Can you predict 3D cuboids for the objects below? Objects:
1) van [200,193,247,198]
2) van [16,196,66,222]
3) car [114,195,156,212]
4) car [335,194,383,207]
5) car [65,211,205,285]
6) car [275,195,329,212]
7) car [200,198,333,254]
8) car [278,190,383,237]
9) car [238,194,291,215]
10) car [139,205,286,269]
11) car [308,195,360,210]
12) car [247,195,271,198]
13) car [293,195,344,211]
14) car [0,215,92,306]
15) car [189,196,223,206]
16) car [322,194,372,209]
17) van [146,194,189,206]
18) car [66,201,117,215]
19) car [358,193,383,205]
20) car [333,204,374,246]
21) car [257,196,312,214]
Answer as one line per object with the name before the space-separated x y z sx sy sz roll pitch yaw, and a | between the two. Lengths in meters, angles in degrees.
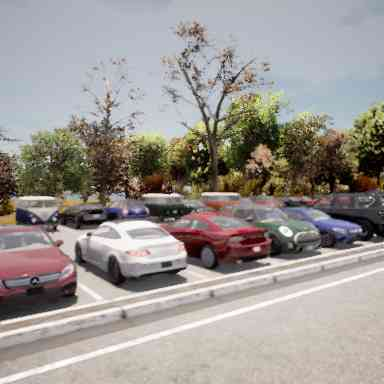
van | 2.175 1.078 28.131 1.878 1.987 4.442 -1 1 -35
van | -9.193 1.256 19.752 1.878 1.987 4.442 -1 1 -35
car | -4.743 1.286 23.027 2.185 1.767 4.553 -1 1 -35
car | 20.643 1.020 41.137 2.231 1.521 4.892 -1 1 -35
car | -1.920 1.522 9.639 2.002 1.452 4.674 -1 1 -35
car | 11.337 1.163 34.520 2.097 1.535 5.008 -1 1 -35
car | 2.662 1.285 12.944 2.185 1.767 4.553 -1 1 -35
car | 7.265 1.088 16.219 2.435 2.045 5.566 -1 1 -35
car | 6.721 1.108 31.264 2.185 1.767 4.553 -1 1 -35
car | 0.383 1.446 11.276 2.097 1.535 5.008 -1 1 -35
car | 16.043 1.090 37.860 2.097 1.535 5.008 -1 1 -35
car | 4.438 1.269 29.607 2.097 1.535 5.008 -1 1 -35
car | 13.724 1.155 36.250 2.163 1.488 4.792 -1 1 -35
car | -4.232 1.552 7.999 2.002 1.452 4.674 -1 1 -35
car | -0.061 1.340 26.405 2.231 1.521 4.892 -1 1 -35
car | 18.343 1.055 39.498 2.097 1.535 5.008 -1 1 -35
van | -2.429 1.149 24.856 1.878 1.987 4.442 -1 0 -35
car | -6.975 1.475 21.515 2.163 1.488 4.792 -1 0 -35
car | 25.234 0.946 44.425 2.231 1.521 4.892 -1 1 -35
car | 4.981 1.415 14.561 2.002 1.452 4.674 -1 1 -35
car | 9.043 1.198 32.874 2.097 1.535 5.008 -1 0 -35
